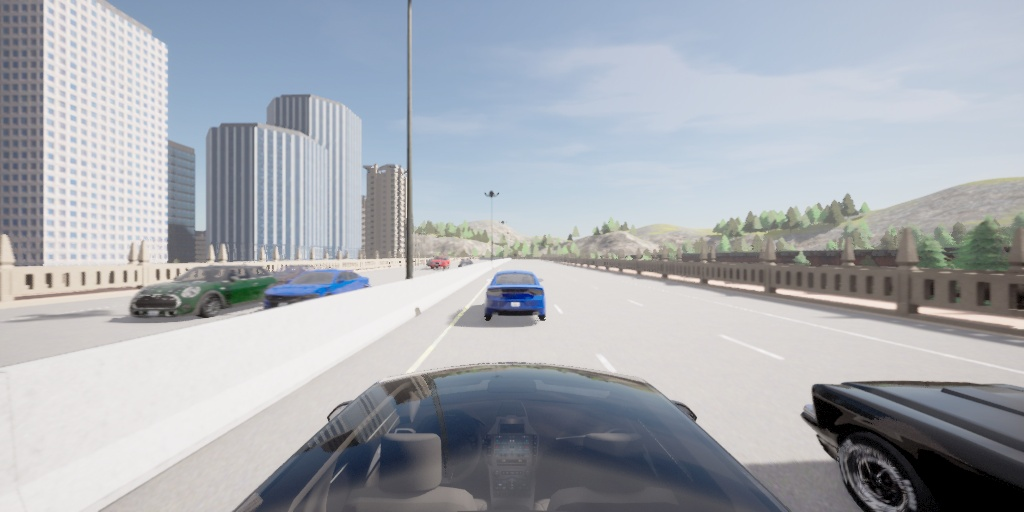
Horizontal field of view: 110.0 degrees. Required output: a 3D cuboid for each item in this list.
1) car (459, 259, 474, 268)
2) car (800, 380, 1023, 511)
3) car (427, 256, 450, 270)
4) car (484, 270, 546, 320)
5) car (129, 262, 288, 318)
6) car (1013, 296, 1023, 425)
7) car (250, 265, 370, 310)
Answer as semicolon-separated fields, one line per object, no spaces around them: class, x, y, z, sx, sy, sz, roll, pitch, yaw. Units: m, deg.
car;-7.060;1.248;55.704;2.128;1.511;4.902;0;0;1
car;3.598;1.351;1.143;1.895;1.301;4.718;0;0;0
car;-10.572;0.977;53.193;2.150;2.045;5.566;0;0;0
car;0.099;1.229;12.690;1.882;1.535;5.008;0;0;0
car;-10.601;1.103;12.840;2.097;1.767;4.553;0;0;0
car;7.094;1.242;1.868;2.128;1.511;4.902;0;0;0
car;-7.101;1.229;13.620;1.882;1.535;5.008;0;0;0
